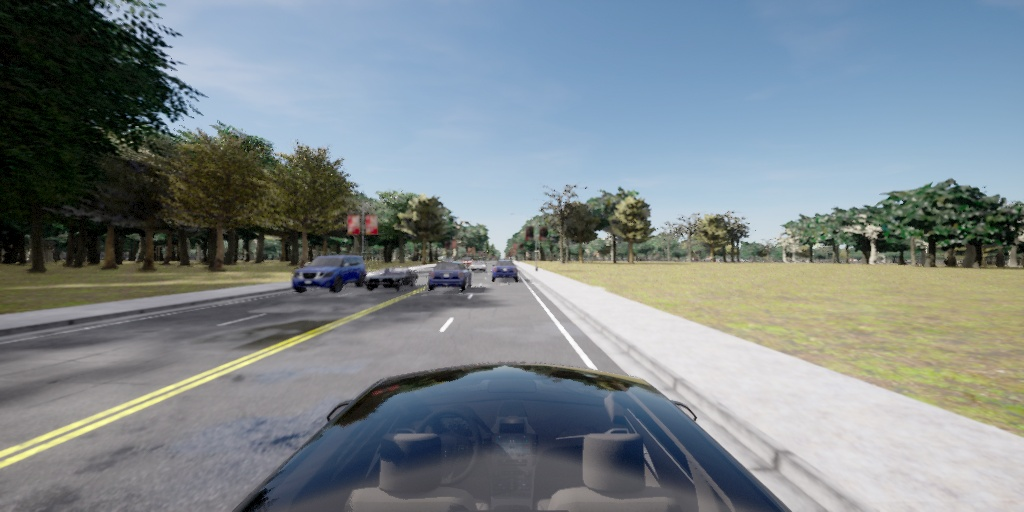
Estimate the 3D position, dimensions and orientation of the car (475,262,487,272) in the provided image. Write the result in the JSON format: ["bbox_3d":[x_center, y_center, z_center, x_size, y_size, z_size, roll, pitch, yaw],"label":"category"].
[{"bbox_3d":[-4.189,1.358,45.844,1.895,1.301,4.718,0,0,-1],"label":"car"}]

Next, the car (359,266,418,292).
[{"bbox_3d":[-7.110,1.346,21.505,1.895,1.301,4.718,0,0,-1],"label":"car"}]

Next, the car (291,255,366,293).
[{"bbox_3d":[-10.347,0.961,20.855,2.150,2.045,5.566,0,0,-1],"label":"car"}]

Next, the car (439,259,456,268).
[{"bbox_3d":[-11.189,1.252,62.496,2.128,1.511,4.902,0,0,-1],"label":"car"}]

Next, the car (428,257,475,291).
[{"bbox_3d":[-3.670,1.102,21.941,2.097,1.767,4.553,0,0,-1],"label":"car"}]

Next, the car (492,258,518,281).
[{"bbox_3d":[-0.600,1.109,30.307,2.097,1.767,4.553,0,0,-1],"label":"car"}]

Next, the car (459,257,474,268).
[{"bbox_3d":[-7.941,1.116,62.638,2.097,1.767,4.553,0,0,-1],"label":"car"}]
